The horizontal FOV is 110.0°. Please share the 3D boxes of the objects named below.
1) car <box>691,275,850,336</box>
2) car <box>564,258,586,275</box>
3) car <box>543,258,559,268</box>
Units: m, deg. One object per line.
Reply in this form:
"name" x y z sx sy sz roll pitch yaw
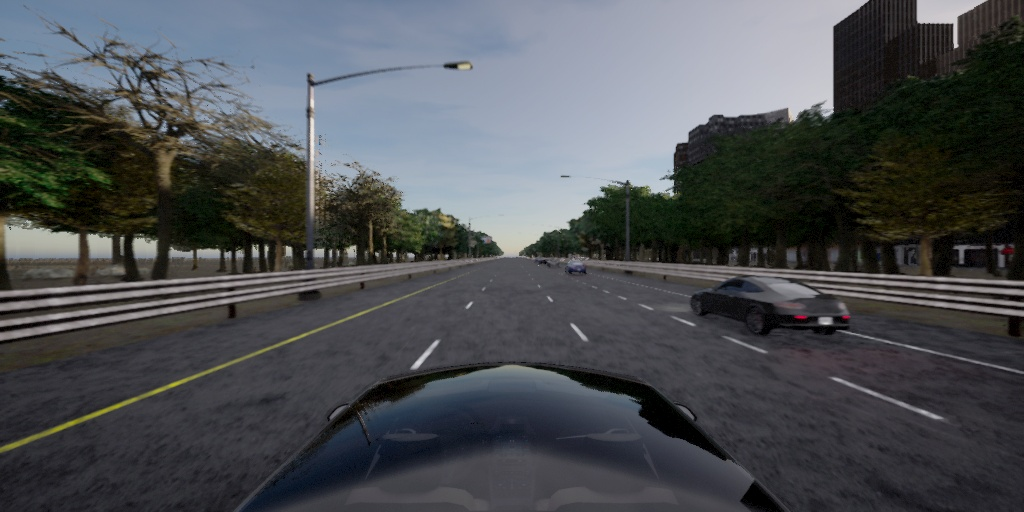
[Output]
"car" 7.010 1.281 10.311 1.812 1.442 4.674 0 0 0
"car" 7.093 1.289 40.212 1.812 1.442 4.674 0 0 0
"car" 7.178 1.268 63.246 2.128 1.511 4.902 0 0 0
